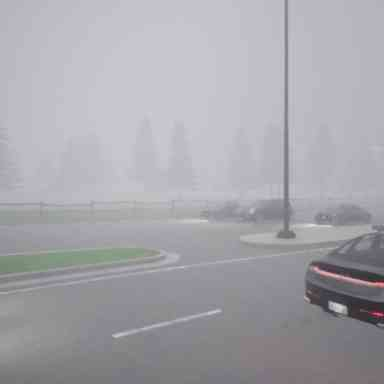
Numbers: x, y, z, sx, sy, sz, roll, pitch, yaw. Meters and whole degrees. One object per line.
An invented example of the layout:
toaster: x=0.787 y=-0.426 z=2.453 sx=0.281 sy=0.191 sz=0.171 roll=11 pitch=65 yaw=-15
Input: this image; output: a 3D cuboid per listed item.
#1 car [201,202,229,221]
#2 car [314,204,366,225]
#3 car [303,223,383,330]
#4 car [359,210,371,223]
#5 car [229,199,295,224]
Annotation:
car: x=2.821 y=1.518 z=26.960 sx=4.181 sy=1.385 sz=1.994 roll=0 pitch=0 yaw=-29
car: x=10.567 y=1.518 z=23.288 sx=4.181 sy=1.385 sz=1.994 roll=0 pitch=0 yaw=-29
car: x=4.210 y=1.478 z=6.127 sx=4.902 sy=1.511 sz=2.128 roll=0 pitch=0 yaw=-31
car: x=9.305 y=1.519 z=13.155 sx=5.357 sy=1.411 sz=2.033 roll=0 pitch=0 yaw=-30
car: x=5.335 y=1.308 z=24.358 sx=4.553 sy=1.767 sz=2.097 roll=0 pitch=0 yaw=-29
